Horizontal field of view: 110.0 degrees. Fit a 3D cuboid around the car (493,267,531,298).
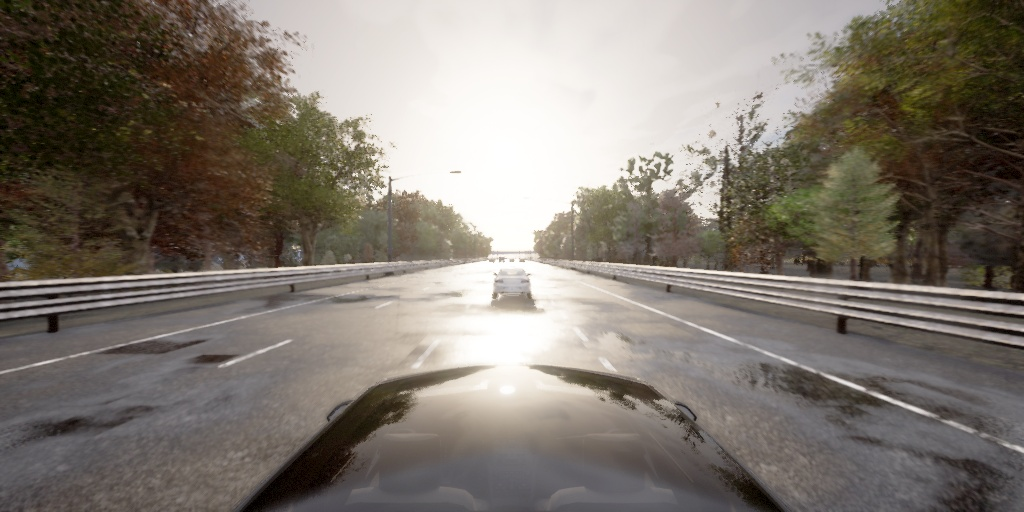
[{"bbox_3d":[0.004,1.305,18.448,1.812,1.442,4.674,0,0,0],"label":"car"}]
